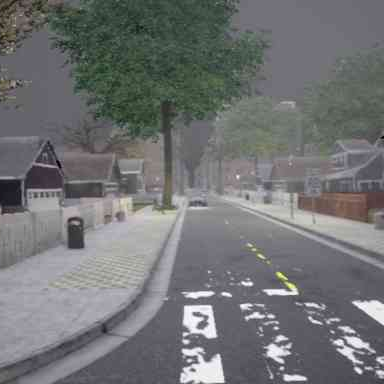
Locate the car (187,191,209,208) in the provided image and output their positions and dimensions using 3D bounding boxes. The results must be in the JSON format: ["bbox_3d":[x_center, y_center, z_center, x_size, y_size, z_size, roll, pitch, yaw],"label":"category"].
[{"bbox_3d":[0.656,0.991,38.754,1.994,1.385,4.181,-2,1,0],"label":"car"}]
